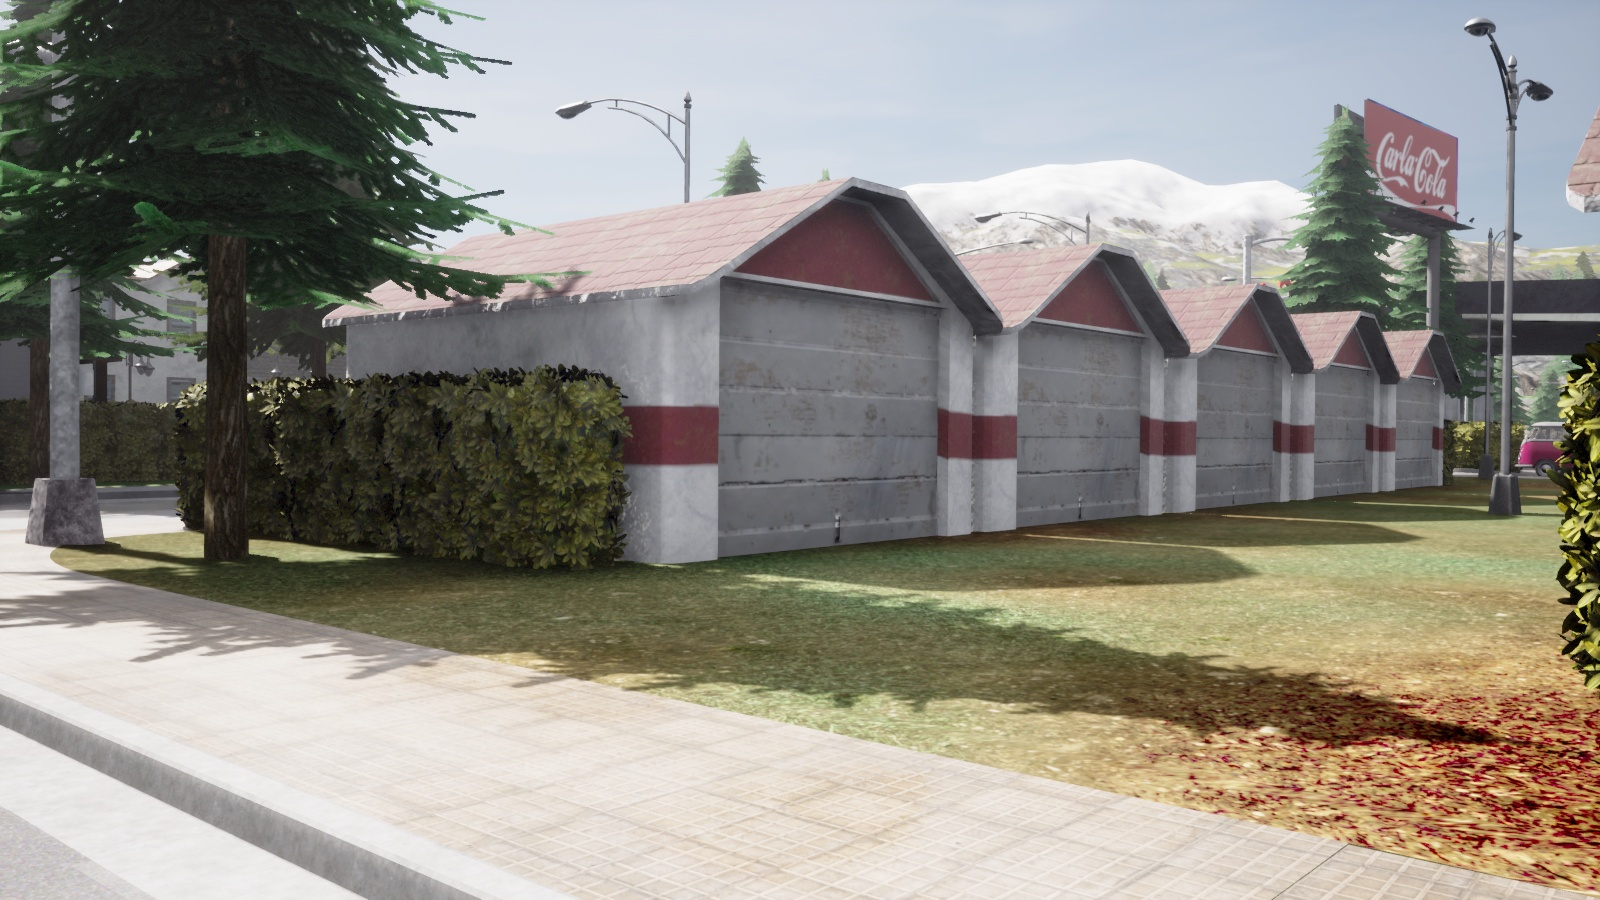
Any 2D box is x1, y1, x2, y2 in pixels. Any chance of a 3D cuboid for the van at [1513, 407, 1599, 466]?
[{"bbox_3d":[27.249,-0.453,43.202,4.442,1.987,1.775,1,1,40],"label":"van"}]
